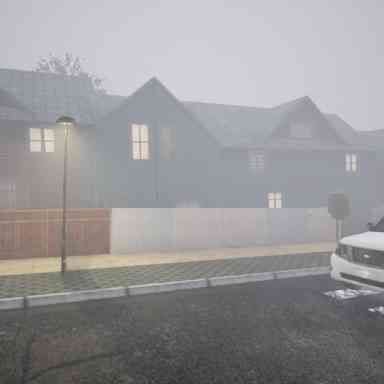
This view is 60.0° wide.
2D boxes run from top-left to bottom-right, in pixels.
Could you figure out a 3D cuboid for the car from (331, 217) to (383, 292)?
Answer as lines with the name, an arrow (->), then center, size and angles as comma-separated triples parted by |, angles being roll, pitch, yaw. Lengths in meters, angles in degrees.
car -> 5.932, 1.382, 8.210 | 5.566, 2.045, 2.150 | 1, 0, -30
